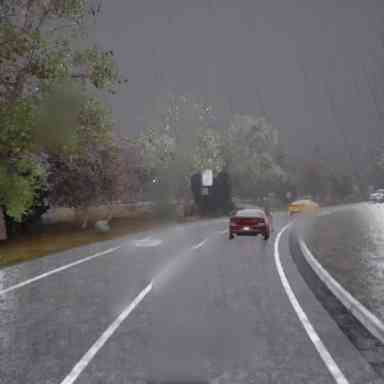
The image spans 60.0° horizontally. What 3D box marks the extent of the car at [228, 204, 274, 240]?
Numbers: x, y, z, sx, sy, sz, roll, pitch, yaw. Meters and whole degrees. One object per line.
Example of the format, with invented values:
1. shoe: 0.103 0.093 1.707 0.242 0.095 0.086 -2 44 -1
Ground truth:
1. car: 3.234 1.534 17.629 1.882 1.535 5.008 -2 -1 17

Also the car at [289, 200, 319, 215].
1. car: 11.518 1.527 34.063 1.882 1.535 5.008 -4 -2 35

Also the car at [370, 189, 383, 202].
1. car: 33.783 0.567 59.125 5.566 2.045 2.150 -4 -2 -37

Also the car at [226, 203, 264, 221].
1. car: 4.785 1.773 29.758 1.994 1.385 4.181 -3 -1 29
